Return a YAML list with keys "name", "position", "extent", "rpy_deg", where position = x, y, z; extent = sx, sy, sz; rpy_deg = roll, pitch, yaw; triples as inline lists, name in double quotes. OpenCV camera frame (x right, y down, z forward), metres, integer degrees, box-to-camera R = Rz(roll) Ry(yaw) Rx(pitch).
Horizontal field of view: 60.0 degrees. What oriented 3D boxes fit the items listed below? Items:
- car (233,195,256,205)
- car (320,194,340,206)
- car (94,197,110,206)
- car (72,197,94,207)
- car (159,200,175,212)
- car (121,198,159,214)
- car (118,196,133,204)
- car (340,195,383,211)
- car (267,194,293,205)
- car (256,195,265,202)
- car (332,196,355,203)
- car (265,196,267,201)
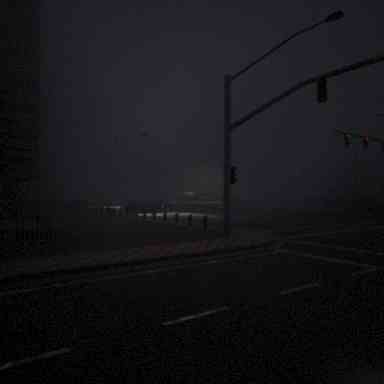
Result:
- name: "car"
  position: [11.705, 1.609, 74.228]
  extent: [1.970, 1.475, 3.806]
  rpy_deg: [0, 0, -36]
- name: "car"
  position: [29.481, 1.412, 68.460]
  extent: [1.932, 1.855, 4.605]
  rpy_deg: [0, 0, -36]
- name: "car"
  position: [-15.157, 1.597, 55.863]
  extent: [2.128, 1.511, 4.902]
  rpy_deg: [0, 0, -36]
- name: "car"
  position: [-17.914, 1.599, 53.698]
  extent: [1.812, 1.442, 4.674]
  rpy_deg: [0, 0, -36]
- name: "car"
  position: [-4.021, 1.682, 40.182]
  extent: [1.895, 1.301, 4.718]
  rpy_deg: [0, 0, -36]
- name: "car"
  position: [-5.806, 1.631, 36.666]
  extent: [1.994, 1.385, 4.181]
  rpy_deg: [0, 0, -36]
- name: "car"
  position: [-12.704, 1.616, 64.449]
  extent: [1.837, 1.490, 4.892]
  rpy_deg: [0, 0, -36]
- name: "car"
  position: [21.315, 1.320, 41.151]
  extent: [1.932, 1.855, 4.605]
  rpy_deg: [0, 0, -36]
- name: "car"
  position: [15.771, 1.586, 58.581]
  extent: [1.970, 1.475, 3.806]
  rpy_deg: [0, 0, -36]
- name: "car"
  position: [14.064, 1.589, 75.907]
  extent: [1.784, 1.438, 3.905]
  rpy_deg: [0, 0, -36]
- name: "car"
  position: [31.877, 1.634, 70.088]
  extent: [1.784, 1.438, 3.905]
  rpy_deg: [0, 0, -36]
- name: "car"
  position: [16.221, 1.390, 77.506]
  extent: [1.932, 1.855, 4.605]
  rpy_deg: [0, 0, -36]
